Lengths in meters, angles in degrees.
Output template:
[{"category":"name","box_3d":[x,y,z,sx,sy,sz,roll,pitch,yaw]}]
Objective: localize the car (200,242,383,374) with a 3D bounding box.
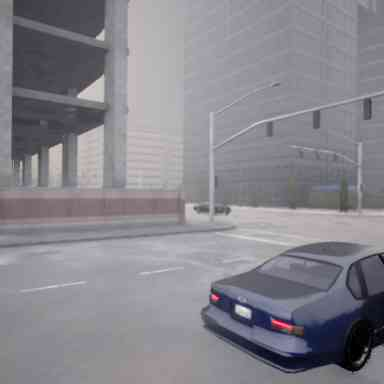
[{"category":"car","box_3d":[2.700,1.601,5.708,5.357,1.411,2.033,1,0,-35]}]

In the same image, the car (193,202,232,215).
[{"category":"car","box_3d":[2.222,1.828,36.834,1.895,1.301,4.718,1,0,-36]}]
